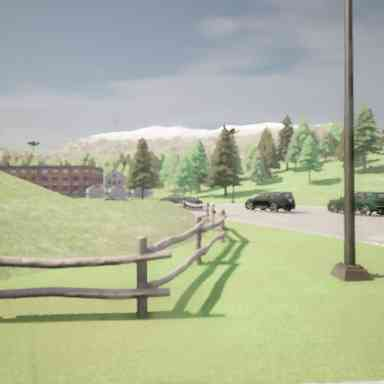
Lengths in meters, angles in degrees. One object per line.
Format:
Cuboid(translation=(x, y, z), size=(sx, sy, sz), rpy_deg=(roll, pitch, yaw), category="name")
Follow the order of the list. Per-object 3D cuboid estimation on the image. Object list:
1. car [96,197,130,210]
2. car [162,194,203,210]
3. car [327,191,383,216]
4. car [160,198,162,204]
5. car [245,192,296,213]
Cuboid(translation=(-9.814, 1.371, 41.271), size=(4.892, 1.490, 1.837), rpy_deg=(0, 0, 33), category="car")
Cuboid(translation=(-0.926, 1.318, 38.737), size=(4.892, 1.490, 1.837), rpy_deg=(0, 0, 45), category="car")
Cuboid(translation=(14.590, 0.967, 29.171), size=(2.150, 2.045, 5.566), rpy_deg=(-1, 0, -25), category="car")
Cuboid(translation=(-2.988, 1.106, 53.625), size=(4.553, 1.767, 2.097), rpy_deg=(0, 0, 32), category="car")
Cuboid(translation=(7.871, 0.994, 33.751), size=(2.150, 2.045, 5.566), rpy_deg=(0, 0, -33), category="car")
